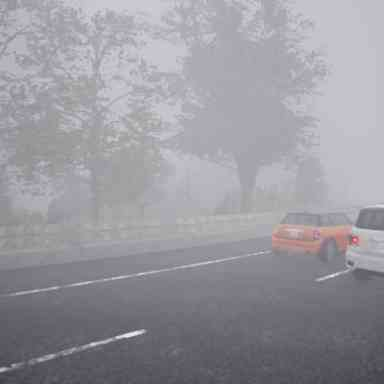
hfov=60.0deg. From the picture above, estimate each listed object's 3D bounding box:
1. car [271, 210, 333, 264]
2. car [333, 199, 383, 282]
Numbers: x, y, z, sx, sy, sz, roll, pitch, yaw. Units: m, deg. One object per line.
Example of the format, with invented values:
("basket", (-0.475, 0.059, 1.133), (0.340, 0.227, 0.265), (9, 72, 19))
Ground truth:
("car", (5.059, 1.468, 12.683), (4.553, 1.767, 2.097), (1, -1, -41))
("car", (6.238, 1.311, 8.993), (5.566, 2.045, 2.150), (1, -1, -41))
